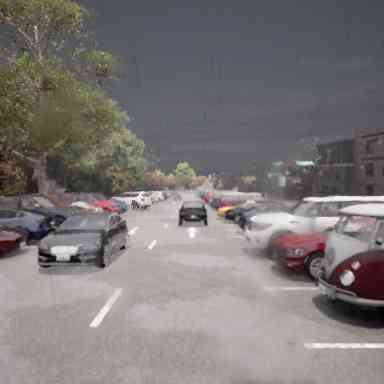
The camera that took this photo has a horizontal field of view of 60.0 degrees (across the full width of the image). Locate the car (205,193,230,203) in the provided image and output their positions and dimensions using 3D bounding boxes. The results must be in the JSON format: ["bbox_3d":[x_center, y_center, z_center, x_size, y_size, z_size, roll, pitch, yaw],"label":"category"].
[{"bbox_3d":[4.694,1.129,62.247,4.553,1.767,2.185,0,0,0],"label":"car"}]

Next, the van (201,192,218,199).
[{"bbox_3d":[4.600,0.922,87.482,4.442,1.987,1.878,0,0,0],"label":"van"}]

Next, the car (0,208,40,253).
[{"bbox_3d":[-8.307,1.443,11.654,4.792,1.488,2.163,0,0,0],"label":"car"}]

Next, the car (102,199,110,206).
[{"bbox_3d":[-8.338,1.400,22.669,4.674,1.452,2.002,0,0,0],"label":"car"}]

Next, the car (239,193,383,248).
[{"bbox_3d":[4.715,1.159,11.791,5.566,2.045,2.435,0,0,0],"label":"car"}]

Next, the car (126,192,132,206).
[{"bbox_3d":[-8.314,1.092,28.238,5.566,2.045,2.435,0,0,0],"label":"car"}]

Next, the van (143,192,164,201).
[{"bbox_3d":[-8.475,1.003,72.891,4.442,1.987,1.878,0,0,0],"label":"van"}]

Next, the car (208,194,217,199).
[{"bbox_3d":[4.738,1.312,39.821,5.008,1.535,2.097,0,0,0],"label":"car"}]

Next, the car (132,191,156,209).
[{"bbox_3d":[-7.662,1.055,39.870,5.566,2.045,2.150,0,-1,21],"label":"car"}]

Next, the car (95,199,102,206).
[{"bbox_3d":[-8.334,1.371,20.008,5.008,1.535,2.097,0,0,0],"label":"car"}]

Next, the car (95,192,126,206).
[{"bbox_3d":[-8.312,1.099,25.576,5.566,2.045,2.435,0,0,0],"label":"car"}]

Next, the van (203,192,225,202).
[{"bbox_3d":[4.605,1.007,70.657,4.442,1.987,1.878,0,0,0],"label":"van"}]

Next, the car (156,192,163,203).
[{"bbox_3d":[-8.167,1.268,56.238,5.366,1.575,1.946,0,0,0],"label":"car"}]

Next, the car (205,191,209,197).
[{"bbox_3d":[4.760,1.157,51.034,4.553,1.767,2.185,0,0,0],"label":"car"}]

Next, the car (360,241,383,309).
[{"bbox_3d":[4.751,1.460,3.382,4.892,1.521,2.231,0,0,0],"label":"car"}]

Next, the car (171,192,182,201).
[{"bbox_3d":[-3.275,1.234,77.329,1.837,1.490,4.892,0,0,0],"label":"car"}]

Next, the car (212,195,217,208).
[{"bbox_3d":[4.764,1.356,34.215,4.792,1.488,2.163,0,0,0],"label":"car"}]

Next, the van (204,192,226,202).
[{"bbox_3d":[4.606,1.014,67.854,4.442,1.987,1.878,0,0,0],"label":"van"}]

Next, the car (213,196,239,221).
[{"bbox_3d":[4.553,1.345,25.805,5.366,1.575,1.946,0,0,0],"label":"car"}]

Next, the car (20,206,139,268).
[{"bbox_3d":[-3.346,1.427,11.093,2.128,1.511,4.902,0,0,0],"label":"car"}]

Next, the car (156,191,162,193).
[{"bbox_3d":[-8.385,1.132,61.788,4.553,1.767,2.185,0,0,0],"label":"car"}]

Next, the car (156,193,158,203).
[{"bbox_3d":[-8.357,1.280,53.462,4.892,1.521,2.231,0,0,0],"label":"car"}]

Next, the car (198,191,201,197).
[{"bbox_3d":[4.749,0.974,73.461,5.566,2.045,2.435,0,0,0],"label":"car"}]

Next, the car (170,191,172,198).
[{"bbox_3d":[-8.548,1.153,86.775,5.366,1.575,1.946,0,0,0],"label":"car"}]

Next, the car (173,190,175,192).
[{"bbox_3d":[-8.337,0.825,95.101,5.566,2.045,2.435,0,1,0],"label":"car"}]

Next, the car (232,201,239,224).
[{"bbox_3d":[4.770,1.410,17.397,4.792,1.488,2.163,0,0,0],"label":"car"}]

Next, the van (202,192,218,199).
[{"bbox_3d":[4.832,0.898,90.284,4.442,1.987,1.878,0,1,0],"label":"van"}]

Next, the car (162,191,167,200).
[{"bbox_3d":[-8.385,0.992,67.340,5.566,2.045,2.435,0,0,0],"label":"car"}]

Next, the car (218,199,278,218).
[{"bbox_3d":[4.708,1.371,28.608,4.792,1.488,2.163,0,0,0],"label":"car"}]

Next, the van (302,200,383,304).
[{"bbox_3d":[4.628,1.217,6.184,4.442,1.987,1.878,0,0,0],"label":"van"}]

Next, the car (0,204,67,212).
[{"bbox_3d":[-8.366,1.427,14.439,4.792,1.488,2.163,0,0,0],"label":"car"}]

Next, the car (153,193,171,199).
[{"bbox_3d":[-8.359,1.107,92.330,4.892,1.521,2.231,0,1,0],"label":"car"}]

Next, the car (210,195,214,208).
[{"bbox_3d":[4.763,1.349,37.018,4.792,1.488,2.163,0,0,0],"label":"car"}]

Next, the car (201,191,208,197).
[{"bbox_3d":[4.756,1.025,53.837,5.566,2.045,2.435,0,0,0],"label":"car"}]

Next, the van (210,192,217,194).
[{"bbox_3d":[4.849,1.079,42.624,4.442,1.987,1.878,0,0,0],"label":"van"}]

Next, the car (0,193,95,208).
[{"bbox_3d":[-8.310,1.131,17.220,5.566,2.045,2.435,0,0,0],"label":"car"}]

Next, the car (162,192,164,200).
[{"bbox_3d":[-8.327,1.280,64.566,4.792,1.488,2.163,0,0,0],"label":"car"}]

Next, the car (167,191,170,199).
[{"bbox_3d":[-8.388,0.970,75.667,5.566,2.045,2.435,0,0,0],"label":"car"}]

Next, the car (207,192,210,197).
[{"bbox_3d":[4.700,1.172,45.428,4.553,1.767,2.185,0,0,0],"label":"car"}]

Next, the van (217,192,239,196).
[{"bbox_3d":[4.853,1.108,31.411,4.442,1.987,1.878,0,0,0],"label":"van"}]

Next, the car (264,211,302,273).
[{"bbox_3d":[4.749,1.427,8.989,5.008,1.535,2.097,0,0,0],"label":"car"}]

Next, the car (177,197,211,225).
[{"bbox_3d":[0.081,1.355,23.077,1.882,1.535,5.008,0,1,0],"label":"car"}]
